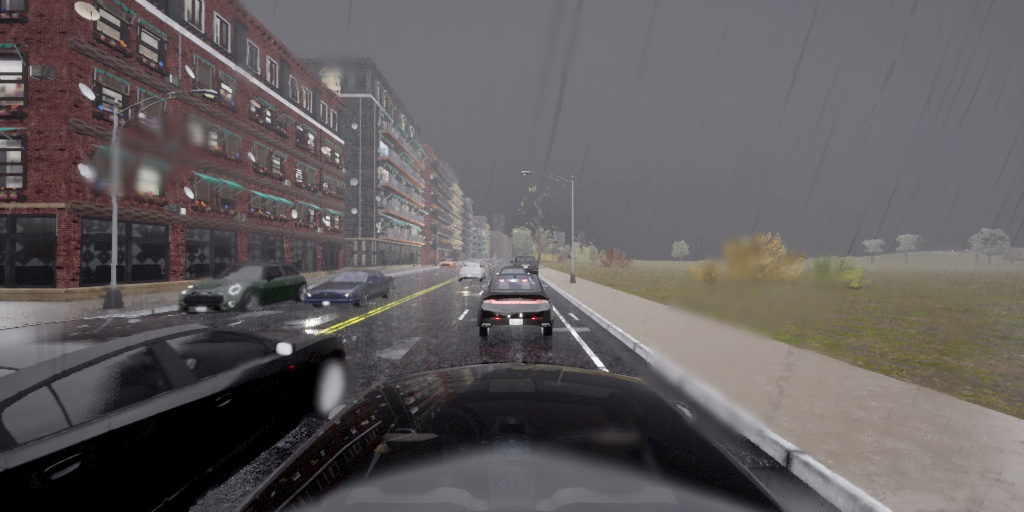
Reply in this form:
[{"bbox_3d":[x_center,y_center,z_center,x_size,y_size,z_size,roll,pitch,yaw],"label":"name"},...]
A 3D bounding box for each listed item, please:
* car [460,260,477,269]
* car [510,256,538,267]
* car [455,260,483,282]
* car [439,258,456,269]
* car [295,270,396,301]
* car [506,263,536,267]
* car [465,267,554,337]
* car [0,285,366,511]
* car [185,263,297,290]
[{"bbox_3d":[-6.706,1.299,56.386,2.033,1.411,5.357,0,0,0],"label":"car"},{"bbox_3d":[1.076,0.978,30.997,2.150,2.045,5.566,0,0,0],"label":"car"},{"bbox_3d":[-3.208,1.280,29.419,1.812,1.442,4.674,0,-1,0],"label":"car"},{"bbox_3d":[-9.952,1.104,55.833,2.097,1.767,4.553,0,0,0],"label":"car"},{"bbox_3d":[-6.630,1.300,15.450,2.033,1.411,5.357,0,0,0],"label":"car"},{"bbox_3d":[0.065,1.300,20.785,2.033,1.411,5.357,0,0,0],"label":"car"},{"bbox_3d":[0.083,1.243,10.345,2.128,1.511,4.902,0,0,0],"label":"car"},{"bbox_3d":[-3.153,1.228,2.844,1.882,1.535,5.008,0,0,0],"label":"car"},{"bbox_3d":[-9.874,1.104,13.657,2.097,1.767,4.553,0,0,0],"label":"car"}]
